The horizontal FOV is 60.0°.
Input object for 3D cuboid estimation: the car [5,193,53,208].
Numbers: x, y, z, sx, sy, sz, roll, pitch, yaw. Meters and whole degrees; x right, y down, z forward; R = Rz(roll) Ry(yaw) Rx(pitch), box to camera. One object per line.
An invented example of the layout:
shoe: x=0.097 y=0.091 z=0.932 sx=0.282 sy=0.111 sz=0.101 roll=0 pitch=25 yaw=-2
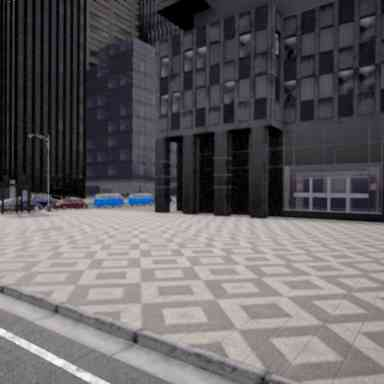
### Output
car: x=-20.635 y=1.023 z=42.316 sx=2.192 sy=1.841 sz=5.009 roll=1 pitch=0 yaw=36

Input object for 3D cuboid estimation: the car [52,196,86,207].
car: x=-17.333 y=1.286 z=46.936 sx=1.802 sy=1.307 sz=4.206 roll=1 pitch=0 yaw=36

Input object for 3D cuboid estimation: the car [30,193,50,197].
car: x=-18.966 y=1.085 z=40.074 sx=2.097 sy=1.767 sz=4.553 roll=1 pitch=0 yaw=36

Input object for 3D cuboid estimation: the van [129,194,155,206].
van: x=-7.094 y=1.121 z=46.592 sx=1.690 sy=1.788 sz=3.998 roll=1 pitch=0 yaw=36

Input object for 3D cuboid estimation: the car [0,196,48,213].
car: x=-17.007 y=1.341 z=32.741 sx=2.008 sy=1.369 sz=4.403 roll=1 pitch=0 yaw=36

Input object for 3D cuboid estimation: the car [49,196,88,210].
car: x=-13.703 y=1.368 z=37.359 sx=1.802 sy=1.307 sz=4.206 roll=1 pitch=0 yaw=36

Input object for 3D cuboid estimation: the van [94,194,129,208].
van: x=-10.398 y=1.124 z=41.975 sx=1.690 sy=1.788 sz=3.998 roll=1 pitch=0 yaw=36
